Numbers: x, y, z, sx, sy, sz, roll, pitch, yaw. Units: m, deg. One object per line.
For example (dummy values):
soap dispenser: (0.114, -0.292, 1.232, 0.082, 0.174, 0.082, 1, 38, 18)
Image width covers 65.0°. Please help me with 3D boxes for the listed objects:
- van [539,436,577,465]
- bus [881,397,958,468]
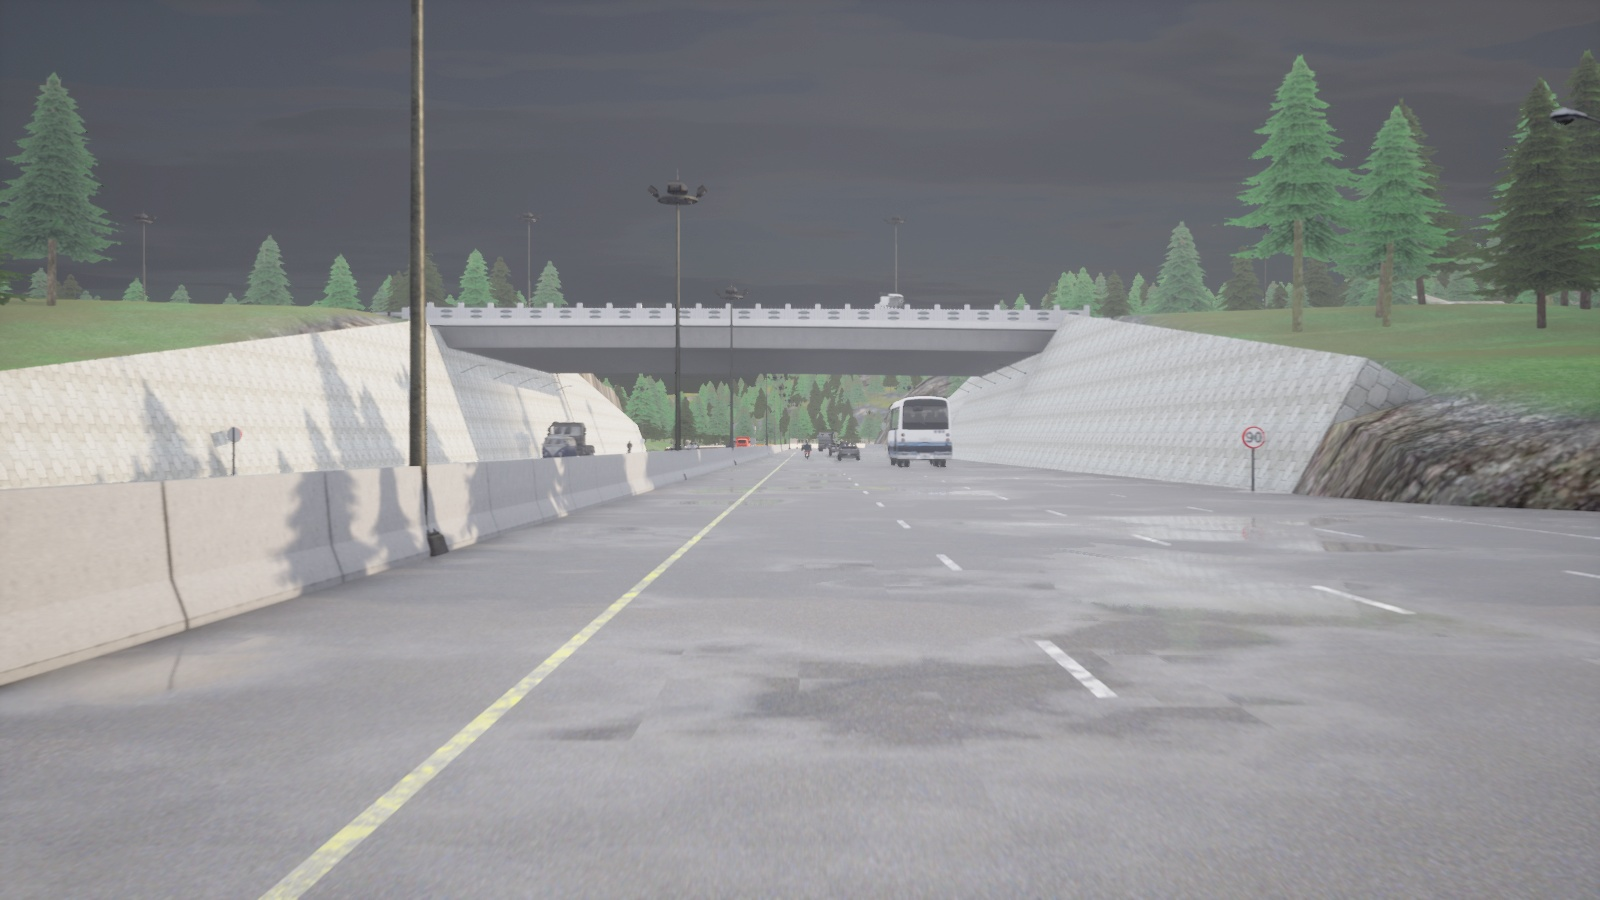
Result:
van: (-16.983, -0.012, 88.227, 1.775, 1.987, 4.442, 0, 0, 0)
bus: (7.473, -1.076, 80.216, 3.944, 4.253, 10.273, 0, 0, 0)
